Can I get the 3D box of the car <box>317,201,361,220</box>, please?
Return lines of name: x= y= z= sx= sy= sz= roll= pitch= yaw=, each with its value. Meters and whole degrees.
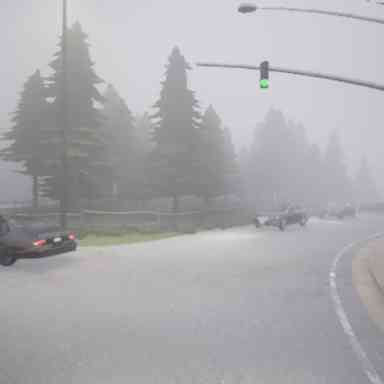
car: x=12.435 y=1.524 z=28.350 sx=1.812 sy=1.442 sz=4.674 roll=1 pitch=0 yaw=44

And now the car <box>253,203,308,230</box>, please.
car: x=5.652 y=1.464 z=20.944 sx=2.128 sy=1.511 sz=4.902 roll=1 pitch=0 yaw=42

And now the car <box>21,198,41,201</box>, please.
car: x=-21.918 y=1.277 z=46.348 sx=1.994 sy=1.385 sz=4.181 roll=0 pitch=0 yaw=6

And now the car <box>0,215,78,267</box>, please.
car: x=-6.423 y=1.488 z=11.093 sx=5.357 sy=1.411 sz=2.033 roll=0 pitch=0 yaw=22

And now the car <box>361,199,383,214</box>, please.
car: x=19.597 y=1.504 z=36.018 sx=1.882 sy=1.535 sz=5.008 roll=1 pitch=0 yaw=43
